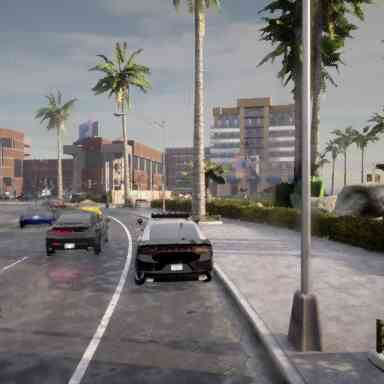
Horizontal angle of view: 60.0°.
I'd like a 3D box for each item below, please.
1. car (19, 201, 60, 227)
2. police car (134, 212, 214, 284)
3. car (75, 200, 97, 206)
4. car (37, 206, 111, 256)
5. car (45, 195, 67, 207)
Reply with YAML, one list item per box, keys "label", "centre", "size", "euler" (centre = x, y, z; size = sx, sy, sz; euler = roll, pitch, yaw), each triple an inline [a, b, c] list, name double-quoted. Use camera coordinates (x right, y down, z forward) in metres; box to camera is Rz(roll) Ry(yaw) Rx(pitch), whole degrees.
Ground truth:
- label: "car"
  centre: [-10.380, 1.555, 22.661]
  size: [1.994, 1.385, 4.181]
  euler: [0, 0, -18]
- label: "police car"
  centre: [-0.655, 1.424, 9.771]
  size: [1.930, 1.638, 5.238]
  euler: [0, 0, -7]
- label: "car"
  centre: [-9.148, 1.449, 28.914]
  size: [1.801, 1.575, 5.366]
  euler: [0, 0, -23]
- label: "car"
  centre: [-4.415, 1.501, 13.235]
  size: [1.837, 1.490, 4.892]
  euler: [0, 0, -10]
- label: "car"
  centre: [-18.092, 1.532, 43.236]
  size: [2.033, 1.411, 5.357]
  euler: [0, 0, -43]
